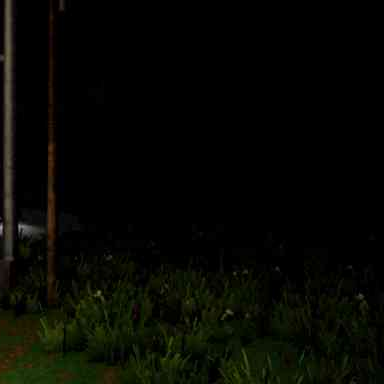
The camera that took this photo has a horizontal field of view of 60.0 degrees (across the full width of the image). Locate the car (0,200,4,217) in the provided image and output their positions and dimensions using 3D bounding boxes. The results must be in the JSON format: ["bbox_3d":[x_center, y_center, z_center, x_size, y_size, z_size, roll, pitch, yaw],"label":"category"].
[{"bbox_3d":[-14.773,1.574,25.780,1.895,1.301,4.718,0,0,-27],"label":"car"}]

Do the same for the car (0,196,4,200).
[{"bbox_3d":[-26.101,1.325,43.685,4.553,1.767,2.097,0,0,39],"label":"car"}]
